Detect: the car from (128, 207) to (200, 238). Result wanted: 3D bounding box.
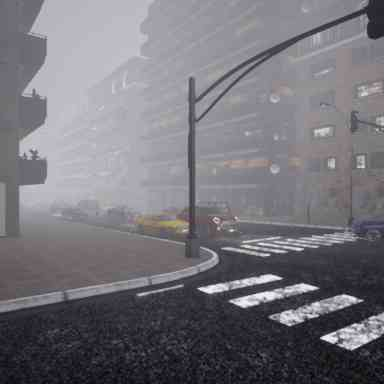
[{"bbox_3d":[-1.817,1.831,19.961,1.752,1.417,4.829,-1,0,-36],"label":"car"}]

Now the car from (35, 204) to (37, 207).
[{"bbox_3d":[-38.571,3.166,84.565,1.947,1.339,4.313,-1,0,-36],"label":"car"}]

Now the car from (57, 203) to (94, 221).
[{"bbox_3d":[-11.925,2.162,33.829,1.887,1.381,4.507,-1,0,-36],"label":"car"}]

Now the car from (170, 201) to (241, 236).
[{"bbox_3d":[0.927,1.632,20.606,2.097,1.767,4.553,0,-1,-36],"label":"car"}]

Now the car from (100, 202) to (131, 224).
[{"bbox_3d":[-6.247,1.993,30.461,2.128,1.511,4.902,0,-1,-36],"label":"car"}]

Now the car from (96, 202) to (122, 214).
[{"bbox_3d":[-12.433,2.288,49.555,1.801,1.575,5.366,0,-1,-36],"label":"car"}]

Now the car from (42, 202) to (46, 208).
[{"bbox_3d":[-31.904,2.970,75.409,1.947,1.339,4.313,-1,0,-36],"label":"car"}]

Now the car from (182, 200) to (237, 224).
[{"bbox_3d":[1.450,1.711,29.643,2.192,1.841,5.009,-1,0,-36],"label":"car"}]

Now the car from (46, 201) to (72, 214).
[{"bbox_3d":[-19.572,2.475,48.896,1.994,1.385,4.181,0,-1,-36],"label":"car"}]

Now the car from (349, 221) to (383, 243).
[{"bbox_3d":[10.118,1.690,15.844,4.718,1.301,1.895,-1,0,14],"label":"car"}]

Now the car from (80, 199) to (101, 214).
[{"bbox_3d":[-15.007,2.061,47.829,2.150,2.045,5.566,0,-1,-36],"label":"car"}]

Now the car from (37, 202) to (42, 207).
[{"bbox_3d":[-35.241,3.047,79.986,1.887,1.381,4.507,-1,0,-36],"label":"car"}]

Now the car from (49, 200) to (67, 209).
[{"bbox_3d":[-28.574,2.621,70.833,2.192,1.841,5.009,-1,0,-36],"label":"car"}]

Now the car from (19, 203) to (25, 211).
[{"bbox_3d":[-31.942,2.768,61.290,1.887,1.381,4.507,-1,0,-36],"label":"car"}]

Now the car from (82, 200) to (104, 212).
[{"bbox_3d":[-16.458,2.305,55.013,2.097,1.767,4.553,0,-1,-36],"label":"car"}]
